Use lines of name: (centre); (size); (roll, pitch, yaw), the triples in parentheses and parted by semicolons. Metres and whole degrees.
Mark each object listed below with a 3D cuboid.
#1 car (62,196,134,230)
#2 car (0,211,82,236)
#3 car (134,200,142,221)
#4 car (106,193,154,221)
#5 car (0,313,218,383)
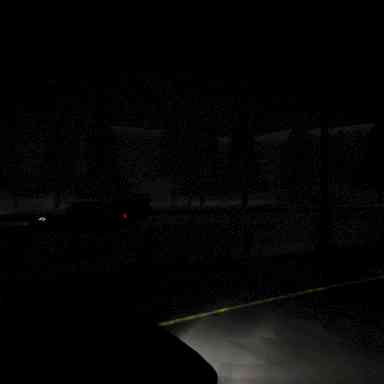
car: (-5.590, 1.279, 16.627); (4.553, 1.767, 2.097); (0, 0, -30)
car: (-6.683, 1.542, 11.897); (4.718, 1.301, 1.895); (0, 0, -33)
car: (-5.815, 1.437, 20.570); (4.674, 1.442, 1.812); (0, 0, -30)
car: (-5.616, 1.118, 24.729); (5.566, 2.045, 2.150); (0, 0, -28)
car: (-2.308, 1.534, 1.996); (5.357, 1.411, 2.033); (0, 0, -36)
